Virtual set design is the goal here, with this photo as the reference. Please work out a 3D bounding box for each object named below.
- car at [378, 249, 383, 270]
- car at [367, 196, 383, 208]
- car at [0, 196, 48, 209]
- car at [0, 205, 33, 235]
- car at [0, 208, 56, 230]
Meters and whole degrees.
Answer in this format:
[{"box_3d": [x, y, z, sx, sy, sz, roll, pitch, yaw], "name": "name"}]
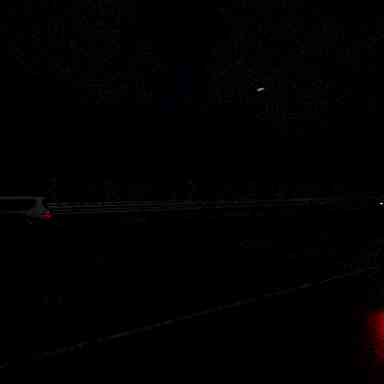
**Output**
[{"box_3d": [6.873, 1.585, 8.575, 4.718, 1.301, 1.895, 0, 0, -35], "name": "car"}, {"box_3d": [23.889, 1.279, 41.496, 5.008, 1.535, 1.882, -1, 0, -33], "name": "car"}, {"box_3d": [-9.137, 1.214, 14.659, 5.566, 2.045, 2.150, 0, 0, -35], "name": "car"}, {"box_3d": [-11.186, 1.496, 17.492, 4.892, 1.490, 1.837, 0, 0, -35], "name": "car"}, {"box_3d": [-7.300, 1.499, 11.666, 4.892, 1.490, 1.837, 0, 0, -35], "name": "car"}]
